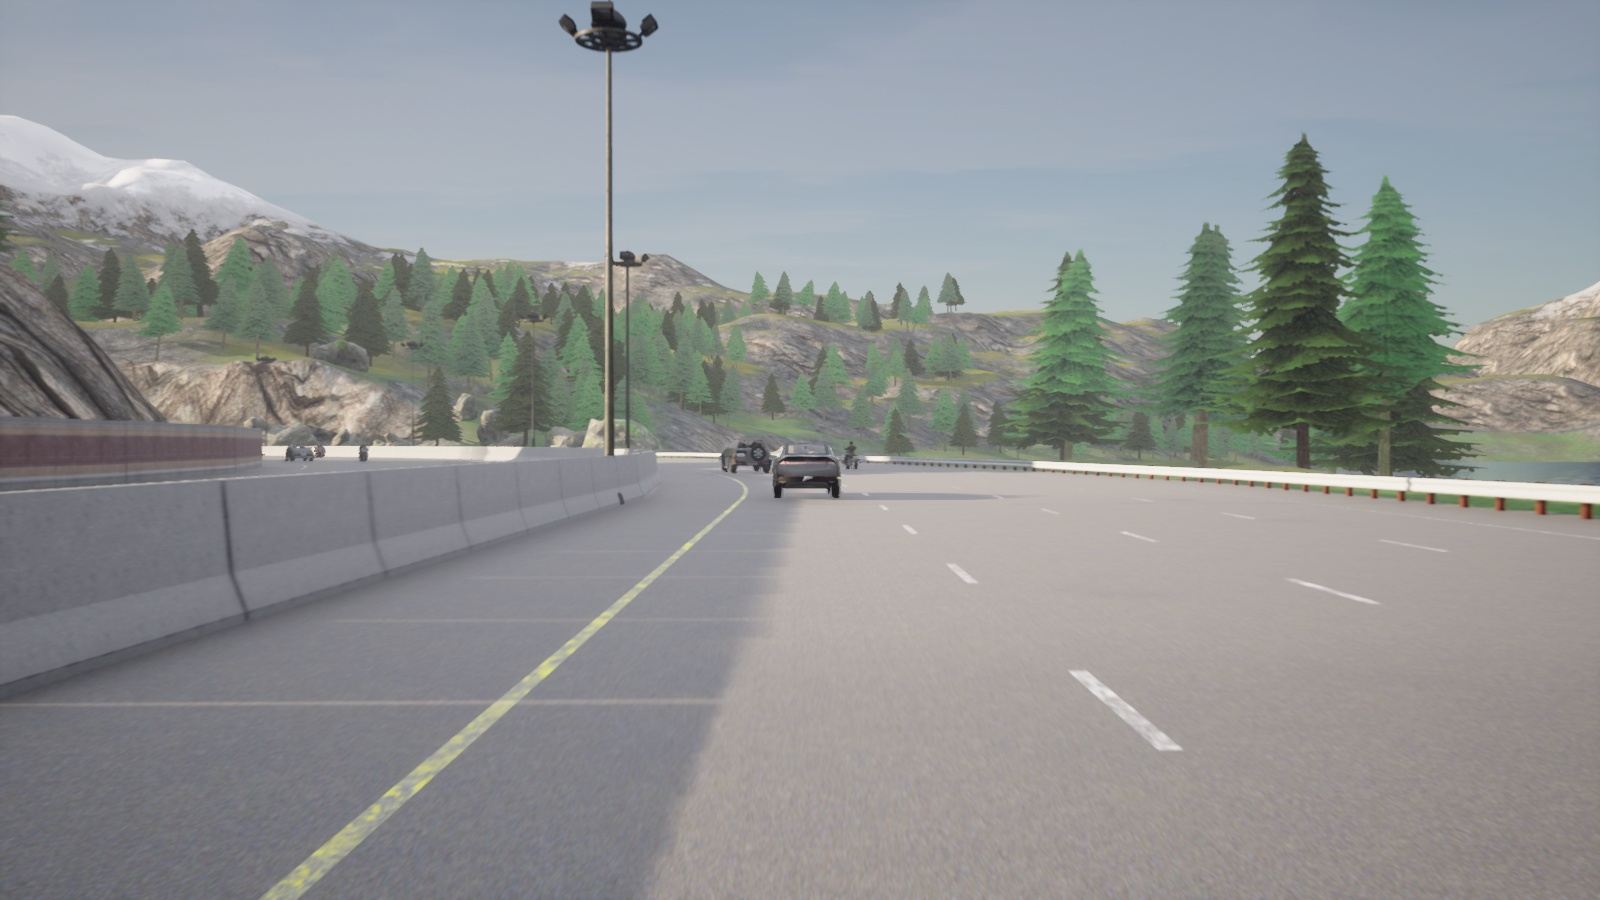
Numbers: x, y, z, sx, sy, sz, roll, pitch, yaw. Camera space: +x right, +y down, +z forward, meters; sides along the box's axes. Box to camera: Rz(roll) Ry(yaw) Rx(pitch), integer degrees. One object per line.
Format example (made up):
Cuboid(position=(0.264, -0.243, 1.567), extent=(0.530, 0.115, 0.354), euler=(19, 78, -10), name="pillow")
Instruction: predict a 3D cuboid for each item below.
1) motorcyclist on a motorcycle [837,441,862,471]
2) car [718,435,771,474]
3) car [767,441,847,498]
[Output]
Cuboid(position=(2.754, 0.309, 69.946), extent=(0.766, 1.649, 2.350), euler=(-1, 0, -14), name="motorcyclist on a motorcycle")
Cuboid(position=(-2.798, 0.212, 62.608), extent=(1.932, 1.855, 4.605), euler=(0, 0, -12), name="car")
Cuboid(position=(0.148, 0.504, 35.663), extent=(2.128, 1.511, 4.902), euler=(0, 0, -1), name="car")
